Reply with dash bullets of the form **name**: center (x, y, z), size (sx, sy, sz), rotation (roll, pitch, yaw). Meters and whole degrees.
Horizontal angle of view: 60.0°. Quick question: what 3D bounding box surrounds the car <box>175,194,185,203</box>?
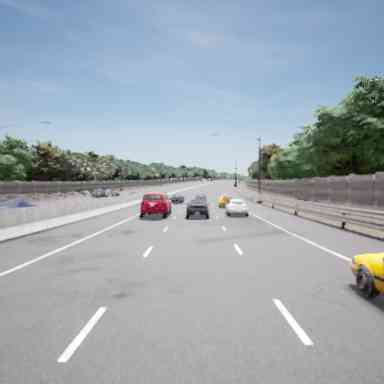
- **car**: center (-2.188, 0.970, 51.846), size (2.033, 1.411, 5.357), rotation (0, 1, 3)

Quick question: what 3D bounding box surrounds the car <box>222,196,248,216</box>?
- **car**: center (3.993, 1.363, 30.104), size (1.812, 1.442, 4.674), rotation (0, 1, 2)

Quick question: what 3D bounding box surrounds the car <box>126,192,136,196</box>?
- **car**: center (-11.991, 0.576, 67.190), size (1.895, 1.301, 4.718), rotation (0, 2, 3)

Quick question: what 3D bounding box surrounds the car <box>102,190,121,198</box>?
- **car**: center (-15.563, 0.535, 66.067), size (2.128, 1.511, 4.902), rotation (0, 2, 3)

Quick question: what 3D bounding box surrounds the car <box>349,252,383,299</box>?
- **car**: center (4.563, 1.503, 5.610), size (1.801, 1.575, 5.366), rotation (0, 0, 0)

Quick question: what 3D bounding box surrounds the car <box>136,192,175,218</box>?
- **car**: center (-3.016, 1.064, 28.457), size (2.150, 2.045, 5.566), rotation (0, 1, 2)

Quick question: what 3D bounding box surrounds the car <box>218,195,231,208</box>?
- **car**: center (4.285, 1.112, 41.563), size (1.882, 1.535, 5.008), rotation (0, 1, 3)

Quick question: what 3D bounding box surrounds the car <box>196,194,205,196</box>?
- **car**: center (1.355, 0.966, 52.698), size (2.033, 1.411, 5.357), rotation (0, 1, 3)

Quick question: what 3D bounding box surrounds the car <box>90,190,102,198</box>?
- **car**: center (-18.976, 0.298, 67.638), size (2.097, 1.767, 4.553), rotation (0, 2, 3)

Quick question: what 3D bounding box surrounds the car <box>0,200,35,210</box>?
- **car**: center (-13.783, 1.368, 25.724), size (1.812, 1.442, 4.674), rotation (0, 1, 2)

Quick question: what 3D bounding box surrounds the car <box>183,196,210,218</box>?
- **car**: center (0.492, 1.360, 28.508), size (1.837, 1.490, 4.892), rotation (0, 1, 1)
